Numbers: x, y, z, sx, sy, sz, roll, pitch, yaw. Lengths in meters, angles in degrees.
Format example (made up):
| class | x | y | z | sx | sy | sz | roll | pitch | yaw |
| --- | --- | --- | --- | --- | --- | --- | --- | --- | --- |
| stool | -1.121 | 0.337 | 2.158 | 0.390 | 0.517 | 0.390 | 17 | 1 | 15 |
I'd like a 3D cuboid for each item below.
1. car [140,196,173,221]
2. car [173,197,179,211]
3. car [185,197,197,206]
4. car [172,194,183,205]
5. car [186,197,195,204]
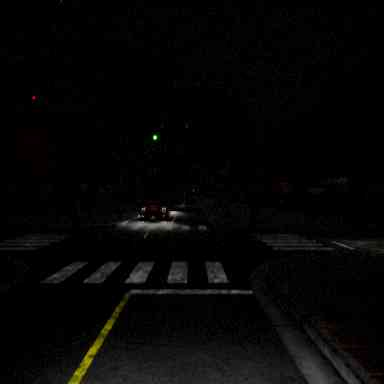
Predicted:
| class | x | y | z | sx | sy | sz | roll | pitch | yaw |
| --- | --- | --- | --- | --- | --- | --- | --- | --- | --- |
| car | -2.942 | 1.365 | 27.315 | 2.097 | 1.767 | 4.553 | 0 | 0 | 0 |
| car | -2.989 | 1.660 | 41.725 | 1.895 | 1.301 | 4.718 | 0 | 0 | 0 |
| car | -0.206 | 1.669 | 58.800 | 1.812 | 1.442 | 4.674 | 0 | 0 | 0 |
| car | -2.971 | 1.385 | 62.922 | 2.150 | 2.045 | 5.566 | 0 | 0 | 0 |
| car | -0.241 | 1.711 | 68.816 | 1.837 | 1.490 | 4.892 | 0 | 0 | 0 |
